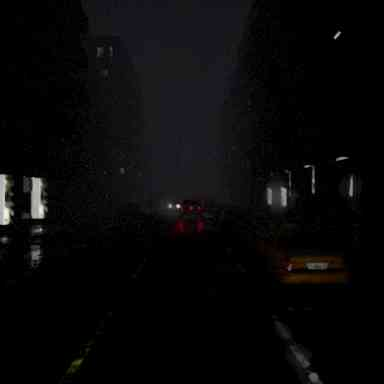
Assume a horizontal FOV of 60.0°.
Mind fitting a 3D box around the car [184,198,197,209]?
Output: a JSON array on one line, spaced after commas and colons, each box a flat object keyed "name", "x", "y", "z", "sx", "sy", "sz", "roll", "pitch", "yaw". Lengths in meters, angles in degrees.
[{"name": "car", "x": -0.173, "y": 1.647, "z": 47.252, "sx": 1.812, "sy": 1.442, "sz": 4.674, "roll": 0, "pitch": 0, "yaw": 0}]

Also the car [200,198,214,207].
[{"name": "car", "x": 2.401, "y": 1.690, "z": 54.489, "sx": 2.008, "sy": 1.369, "sz": 4.403, "roll": 0, "pitch": 0, "yaw": 0}]

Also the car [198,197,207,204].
[{"name": "car", "x": 2.308, "y": 1.777, "z": 71.475, "sx": 1.802, "sy": 1.307, "sz": 4.206, "roll": 0, "pitch": 0, "yaw": 0}]

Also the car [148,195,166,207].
[{"name": "car", "x": -5.980, "y": 1.464, "z": 54.465, "sx": 2.192, "sy": 1.841, "sz": 5.009, "roll": 0, "pitch": 0, "yaw": 0}]

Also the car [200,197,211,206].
[{"name": "car", "x": 2.370, "y": 1.701, "z": 60.152, "sx": 1.887, "sy": 1.381, "sz": 4.507, "roll": 0, "pitch": 0, "yaw": 0}]

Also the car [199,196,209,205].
[{"name": "car", "x": 2.339, "y": 1.615, "z": 65.812, "sx": 1.967, "sy": 1.590, "sz": 4.097, "roll": 0, "pitch": 0, "yaw": 0}]

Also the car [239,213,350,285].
[{"name": "car", "x": 2.646, "y": 1.538, "z": 9.364, "sx": 1.752, "sy": 1.417, "sz": 4.829, "roll": 0, "pitch": 0, "yaw": 0}]

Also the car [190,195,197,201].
[{"name": "car", "x": 0.394, "y": 1.767, "z": 94.602, "sx": 1.801, "sy": 1.575, "sz": 5.366, "roll": 0, "pitch": 0, "yaw": 0}]

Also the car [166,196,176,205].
[{"name": "car", "x": -3.358, "y": 1.778, "z": 64.040, "sx": 1.895, "sy": 1.301, "sz": 4.718, "roll": 0, "pitch": 0, "yaw": 0}]

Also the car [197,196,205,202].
[{"name": "car", "x": 2.246, "y": 1.688, "z": 82.795, "sx": 1.967, "sy": 1.590, "sz": 4.097, "roll": 0, "pitch": 0, "yaw": 0}]

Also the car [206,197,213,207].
[{"name": "car", "x": 2.432, "y": 1.674, "z": 48.827, "sx": 2.008, "sy": 1.369, "sz": 4.403, "roll": 0, "pitch": 0, "yaw": 0}]

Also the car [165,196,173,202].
[{"name": "car", "x": -6.165, "y": 1.832, "z": 88.434, "sx": 1.887, "sy": 1.381, "sz": 4.507, "roll": 0, "pitch": 0, "yaw": 0}]

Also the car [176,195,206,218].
[{"name": "car", "x": -0.094, "y": 1.424, "z": 30.824, "sx": 2.097, "sy": 1.767, "sz": 4.553, "roll": 0, "pitch": 0, "yaw": 0}]

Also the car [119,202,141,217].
[{"name": "car", "x": -5.857, "y": 1.664, "z": 31.814, "sx": 1.802, "sy": 1.307, "sz": 4.206, "roll": 0, "pitch": 0, "yaw": 0}]

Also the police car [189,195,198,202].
[{"name": "police car", "x": 0.349, "y": 1.685, "z": 84.502, "sx": 1.930, "sy": 1.638, "sz": 5.238, "roll": 0, "pitch": 0, "yaw": -2}]

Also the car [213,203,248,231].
[{"name": "car", "x": 2.585, "y": 1.584, "z": 20.516, "sx": 1.887, "sy": 1.381, "sz": 4.507, "roll": 0, "pitch": 0, "yaw": 0}]

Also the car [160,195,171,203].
[{"name": "car", "x": -6.104, "y": 1.546, "z": 77.111, "sx": 2.192, "sy": 1.841, "sz": 5.009, "roll": 0, "pitch": 0, "yaw": 0}]

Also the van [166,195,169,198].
[{"name": "van", "x": -6.072, "y": 1.546, "z": 71.452, "sx": 1.690, "sy": 1.788, "sz": 3.998, "roll": 0, "pitch": 0, "yaw": 0}]

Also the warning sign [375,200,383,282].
[{"name": "warning sign", "x": 5.031, "y": 1.121, "z": 7.435, "sx": 1.300, "sy": 1.860, "sz": 1.060, "roll": 0, "pitch": 0, "yaw": 0}]

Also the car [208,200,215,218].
[{"name": "car", "x": 2.554, "y": 1.600, "z": 26.177, "sx": 1.887, "sy": 1.381, "sz": 4.507, "roll": 0, "pitch": 0, "yaw": 0}]
